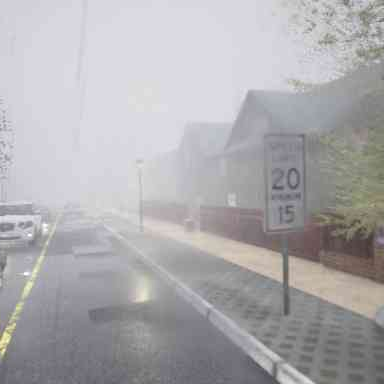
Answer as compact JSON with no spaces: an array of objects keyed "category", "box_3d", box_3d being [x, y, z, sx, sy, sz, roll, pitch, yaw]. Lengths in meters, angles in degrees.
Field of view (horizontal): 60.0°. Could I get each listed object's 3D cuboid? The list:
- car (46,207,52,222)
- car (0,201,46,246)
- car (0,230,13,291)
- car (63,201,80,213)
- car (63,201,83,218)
[{"category":"car","box_3d":[-13.546,1.963,29.467,1.994,1.385,4.181,-2,0,-21]},{"category":"car","box_3d":[-8.726,1.483,16.410,2.150,2.045,5.566,-2,0,-20]},{"category":"car","box_3d":[-4.960,1.754,6.411,1.895,1.301,4.718,-2,0,-21]},{"category":"car","box_3d":[-16.776,2.025,46.294,2.033,1.411,5.357,-2,0,-20]},{"category":"car","box_3d":[-12.703,1.961,35.472,1.895,1.301,4.718,-2,0,-20]}]
